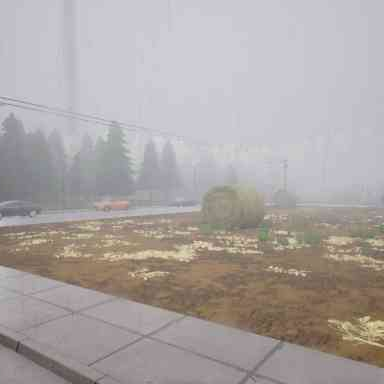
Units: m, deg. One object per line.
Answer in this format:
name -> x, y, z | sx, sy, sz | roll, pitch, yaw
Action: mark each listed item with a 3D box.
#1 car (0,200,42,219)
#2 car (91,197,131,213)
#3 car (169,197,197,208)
car -> -15.742, 1.531, 29.112 | 1.837, 1.490, 4.892 | 0, 0, 37
car -> -9.190, 1.379, 37.941 | 2.097, 1.767, 4.553 | 0, 0, 37
car -> -1.317, 1.505, 48.512 | 1.882, 1.535, 5.008 | 0, 1, 37
